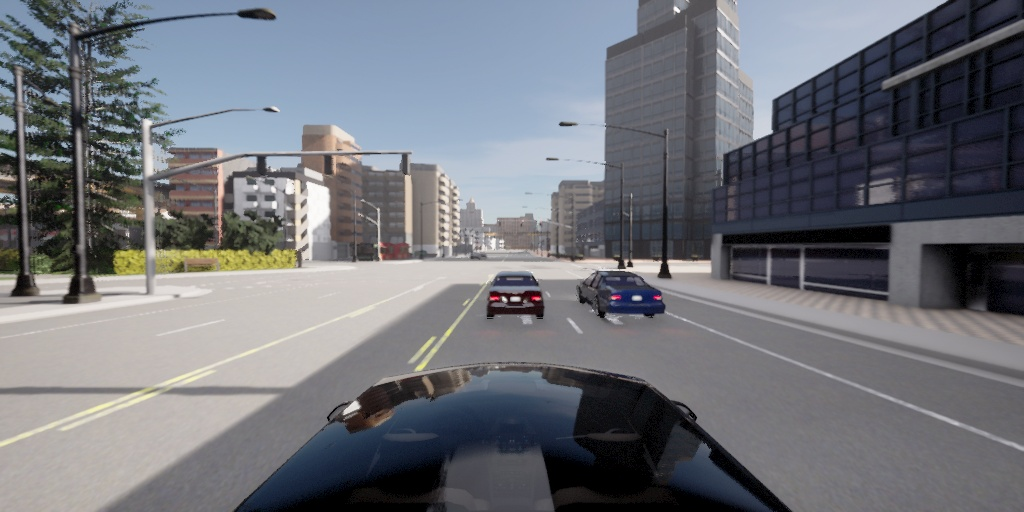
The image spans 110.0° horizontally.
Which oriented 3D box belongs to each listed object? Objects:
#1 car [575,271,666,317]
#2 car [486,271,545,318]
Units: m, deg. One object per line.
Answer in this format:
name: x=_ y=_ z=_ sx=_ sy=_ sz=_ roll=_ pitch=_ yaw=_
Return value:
car: x=3.587 y=1.234 z=12.788 sx=2.033 sy=1.411 sz=5.357 roll=0 pitch=0 yaw=0
car: x=0.088 y=1.235 z=12.609 sx=2.033 sy=1.411 sz=5.357 roll=0 pitch=1 yaw=0
